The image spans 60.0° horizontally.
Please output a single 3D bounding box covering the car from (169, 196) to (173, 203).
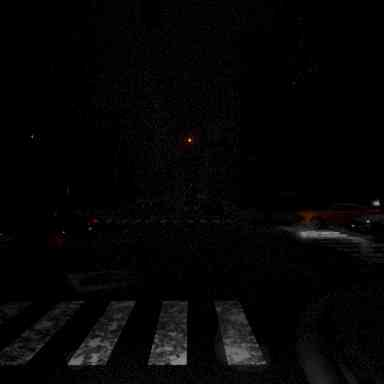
[{"bbox_3d":[-5.639,1.552,69.210,1.967,1.590,4.097,0,0,0],"label":"car"}]

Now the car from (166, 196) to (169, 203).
[{"bbox_3d":[-5.654,1.634,58.188,2.008,1.369,4.403,0,0,0],"label":"car"}]

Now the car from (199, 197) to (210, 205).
[{"bbox_3d":[2.378,1.647,63.688,2.008,1.369,4.403,0,0,0],"label":"car"}]

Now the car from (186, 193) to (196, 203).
[{"bbox_3d":[-0.244,1.349,73.385,2.150,2.045,5.566,0,0,0],"label":"car"}]

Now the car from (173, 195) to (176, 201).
[{"bbox_3d":[-5.624,1.694,80.231,2.008,1.369,4.403,0,0,0],"label":"car"}]

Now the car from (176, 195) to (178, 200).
[{"bbox_3d":[-5.609,1.721,91.253,1.887,1.381,4.507,0,0,0],"label":"car"}]

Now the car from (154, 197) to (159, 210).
[{"bbox_3d":[-5.677,1.489,41.656,1.967,1.590,4.097,0,0,0],"label":"car"}]

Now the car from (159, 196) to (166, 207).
[{"bbox_3d":[-5.662,1.653,52.678,1.802,1.307,4.206,0,0,0],"label":"car"}]

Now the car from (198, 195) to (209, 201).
[{"bbox_3d":[2.363,1.637,52.667,1.947,1.339,4.313,0,0,0],"label":"car"}]

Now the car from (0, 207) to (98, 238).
[{"bbox_3d":[-7.504,1.624,17.321,4.718,1.301,1.895,0,0,0],"label":"car"}]

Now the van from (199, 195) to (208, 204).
[{"bbox_3d":[2.386,1.453,69.199,1.690,1.788,3.998,0,0,0],"label":"van"}]

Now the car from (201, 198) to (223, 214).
[{"bbox_3d":[2.341,1.606,36.134,1.947,1.339,4.313,0,0,0],"label":"car"}]

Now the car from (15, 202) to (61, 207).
[{"bbox_3d":[-10.122,1.393,20.564,4.553,1.767,2.097,0,0,0],"label":"car"}]

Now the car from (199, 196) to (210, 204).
[{"bbox_3d":[2.356,1.641,47.157,1.802,1.307,4.206,0,0,0],"label":"car"}]

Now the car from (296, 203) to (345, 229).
[{"bbox_3d":[9.104,1.446,20.790,5.008,1.535,1.882,0,0,3],"label":"car"}]

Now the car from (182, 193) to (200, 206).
[{"bbox_3d":[-0.171,1.430,55.900,2.097,1.767,4.553,0,0,0],"label":"car"}]

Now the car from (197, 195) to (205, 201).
[{"bbox_3d":[2.409,1.600,85.732,1.967,1.590,4.097,0,0,0],"label":"car"}]

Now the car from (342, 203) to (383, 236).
[{"bbox_3d":[10.741,1.481,17.385,4.674,1.442,1.812,0,0,0],"label":"car"}]

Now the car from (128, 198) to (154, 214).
[{"bbox_3d":[-5.684,1.480,36.146,1.967,1.590,4.097,0,0,0],"label":"car"}]

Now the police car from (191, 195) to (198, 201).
[{"bbox_3d":[0.603,1.598,90.214,1.930,1.638,5.238,0,0,0],"label":"police car"}]
